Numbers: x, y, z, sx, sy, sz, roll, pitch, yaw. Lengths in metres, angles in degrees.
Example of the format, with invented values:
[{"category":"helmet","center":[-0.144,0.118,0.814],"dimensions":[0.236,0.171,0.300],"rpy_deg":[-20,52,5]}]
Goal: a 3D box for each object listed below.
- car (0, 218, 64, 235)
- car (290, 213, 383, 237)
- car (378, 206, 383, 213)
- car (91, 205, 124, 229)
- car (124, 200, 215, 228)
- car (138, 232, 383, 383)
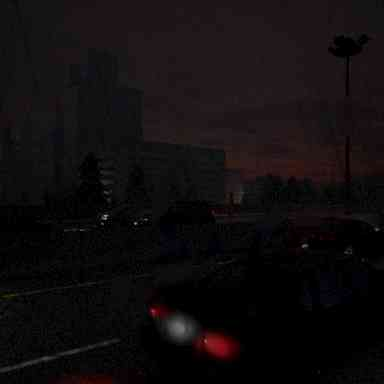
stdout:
[{"category":"car","center":[-6.821,1.662,12.132],"dimensions":[4.181,1.385,1.994],"rpy_deg":[1,-1,-36]},{"category":"car","center":[5.793,1.715,12.721],"dimensions":[5.008,1.535,1.882],"rpy_deg":[1,-1,-38]},{"category":"car","center":[29.152,2.668,48.884],"dimensions":[4.902,1.511,2.128],"rpy_deg":[4,-3,-37]},{"category":"car","center":[-4.461,1.625,22.702],"dimensions":[4.553,1.767,2.097],"rpy_deg":[1,-1,-38]},{"category":"car","center":[-1.070,1.504,20.910],"dimensions":[5.566,2.045,2.150],"rpy_deg":[1,-1,-38]},{"category":"car","center":[1.862,1.638,5.270],"dimensions":[5.357,1.411,2.033],"rpy_deg":[1,-1,-37]}]
